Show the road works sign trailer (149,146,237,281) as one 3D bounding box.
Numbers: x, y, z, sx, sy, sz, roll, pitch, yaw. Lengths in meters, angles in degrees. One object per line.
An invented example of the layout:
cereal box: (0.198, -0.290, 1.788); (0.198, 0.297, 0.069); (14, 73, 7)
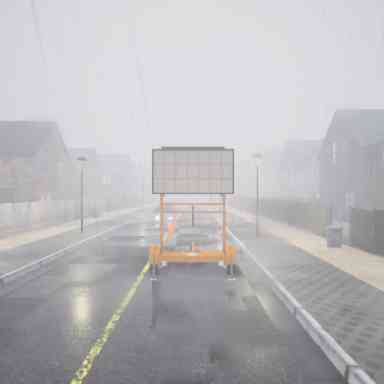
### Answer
road works sign trailer: (0.029, 0.465, 9.852); (2.380, 3.560, 2.880); (0, 0, 1)

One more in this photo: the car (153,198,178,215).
car: (-2.768, 1.618, 33.854); (1.994, 1.385, 4.181); (0, 0, 0)

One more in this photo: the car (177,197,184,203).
car: (-2.578, 1.775, 70.587); (2.128, 1.511, 4.902); (0, -1, 0)
